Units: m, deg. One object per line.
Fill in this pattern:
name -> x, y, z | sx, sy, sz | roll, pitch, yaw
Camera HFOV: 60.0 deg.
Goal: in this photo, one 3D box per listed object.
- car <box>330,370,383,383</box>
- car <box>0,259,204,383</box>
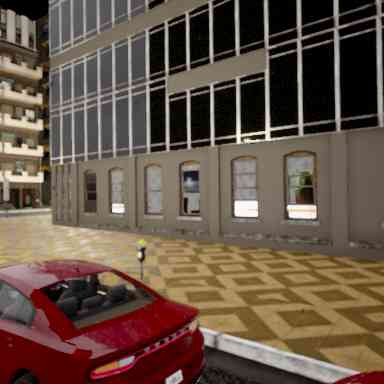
car -> 2.596, 1.539, 1.031 | 4.507, 1.381, 1.887 | 0, -1, 36
car -> -1.973, 1.558, 4.298 | 4.507, 1.381, 1.887 | 0, -1, 36
